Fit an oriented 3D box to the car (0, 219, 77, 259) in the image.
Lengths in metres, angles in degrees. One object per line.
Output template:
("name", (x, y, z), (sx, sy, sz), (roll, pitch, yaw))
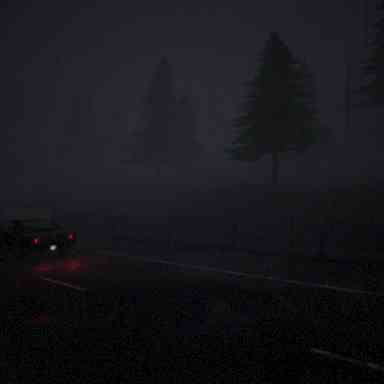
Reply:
("car", (-6.715, 1.729, 13.352), (4.718, 1.301, 1.895), (-1, 0, 39))
